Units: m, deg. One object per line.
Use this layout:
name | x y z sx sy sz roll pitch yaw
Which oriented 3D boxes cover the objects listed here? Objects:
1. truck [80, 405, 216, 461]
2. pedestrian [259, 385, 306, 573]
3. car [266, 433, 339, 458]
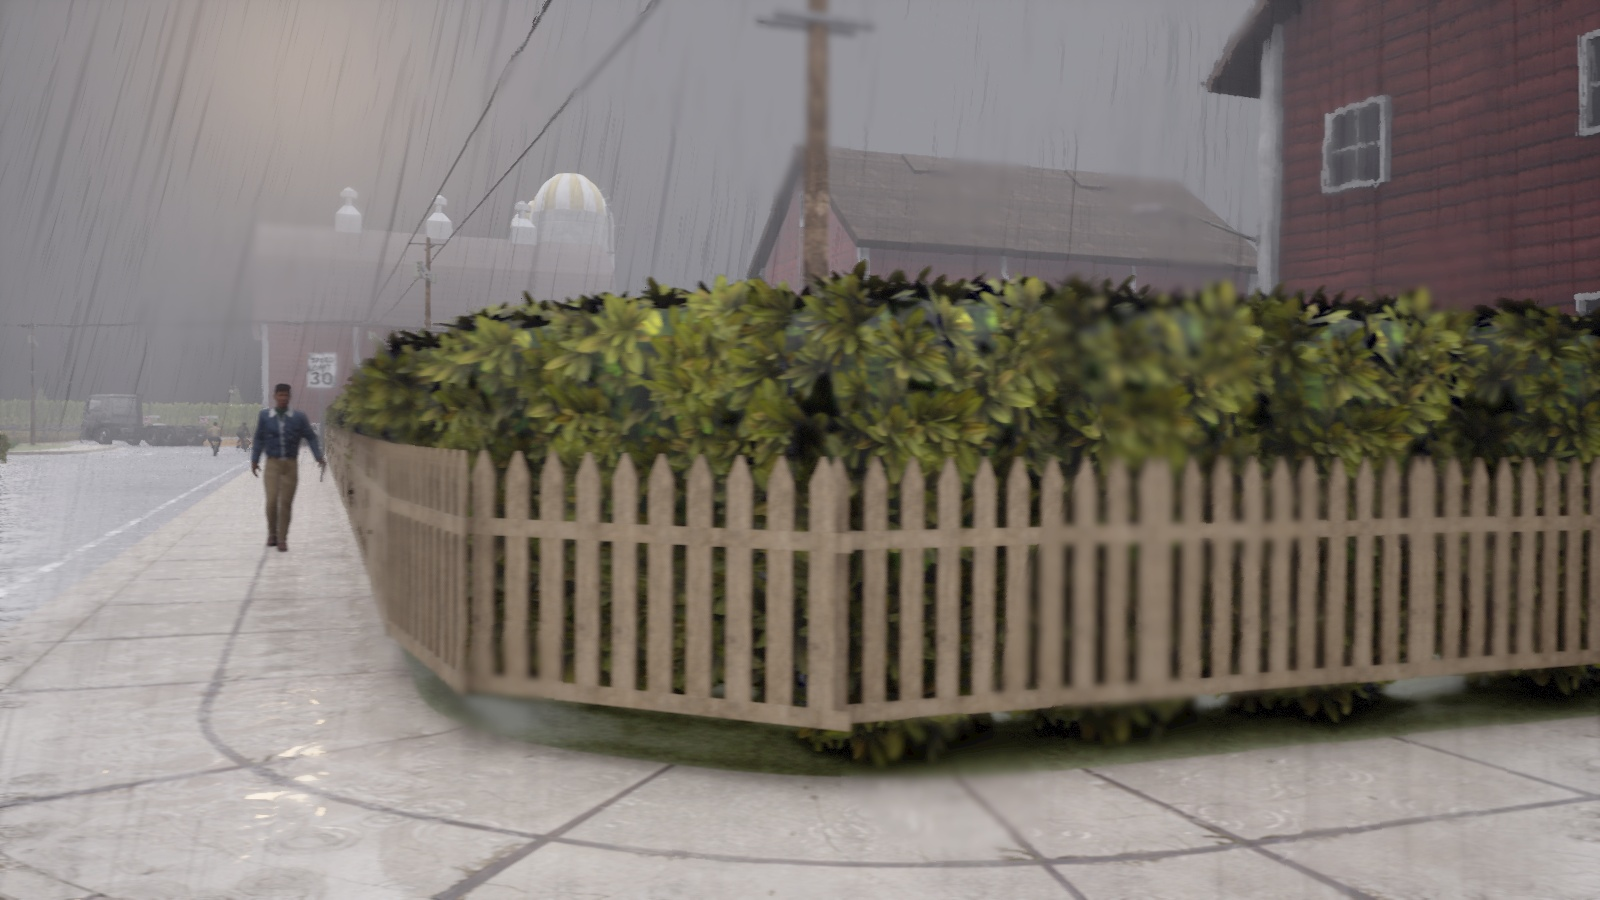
truck | -42.434 -1.084 81.743 7.936 3.462 2.891 -1 1 15
pedestrian | -5.553 0.293 13.495 0.423 1.949 0.788 -1 1 -21
car | -31.372 -0.272 79.274 3.806 1.475 1.970 -1 1 9
